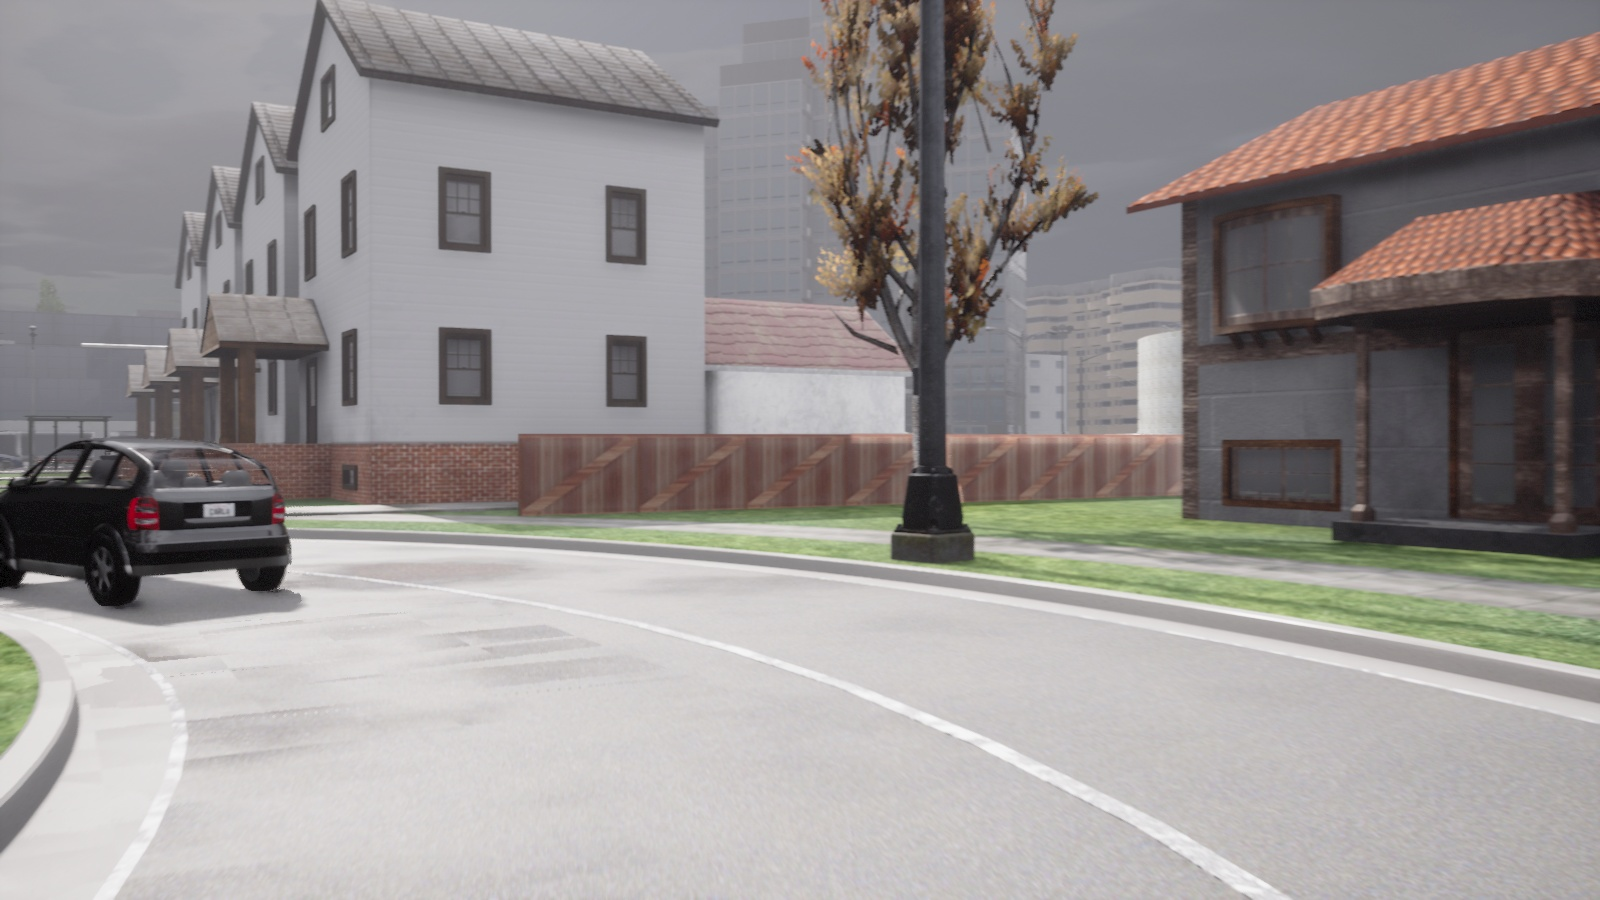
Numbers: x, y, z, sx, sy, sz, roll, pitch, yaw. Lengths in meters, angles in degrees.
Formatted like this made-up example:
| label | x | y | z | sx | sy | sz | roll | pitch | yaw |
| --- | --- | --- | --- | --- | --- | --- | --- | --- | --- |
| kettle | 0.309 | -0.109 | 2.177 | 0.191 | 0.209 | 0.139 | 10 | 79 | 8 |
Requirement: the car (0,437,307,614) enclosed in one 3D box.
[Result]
| label | x | y | z | sx | sy | sz | roll | pitch | yaw |
| --- | --- | --- | --- | --- | --- | --- | --- | --- | --- |
| car | -6.903 | 0.658 | 12.820 | 3.705 | 1.549 | 1.789 | 0 | 0 | 37 |

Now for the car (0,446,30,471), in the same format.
| label | x | y | z | sx | sy | sz | roll | pitch | yaw |
| --- | --- | --- | --- | --- | --- | --- | --- | --- | --- |
| car | -45.370 | 0.448 | 69.991 | 4.181 | 1.385 | 1.994 | 0 | 0 | -31 |
